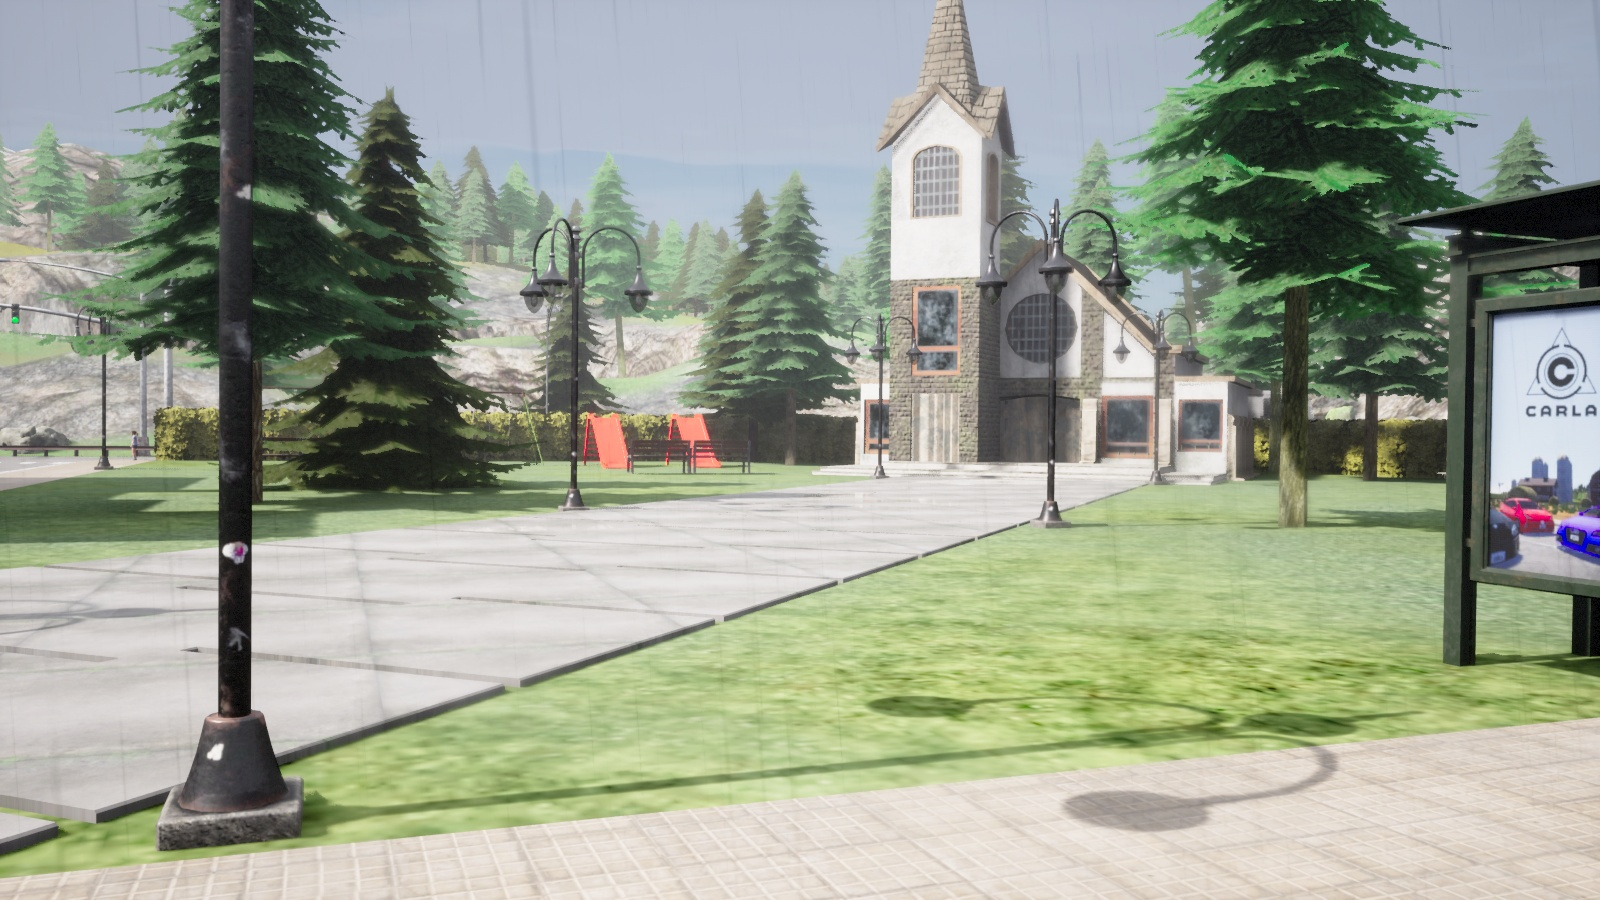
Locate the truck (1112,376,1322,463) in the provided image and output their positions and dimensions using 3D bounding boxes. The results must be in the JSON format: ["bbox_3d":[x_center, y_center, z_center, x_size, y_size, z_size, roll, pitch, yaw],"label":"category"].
[{"bbox_3d":[17.565,-1.239,53.213,7.936,3.462,2.891,0,1,37],"label":"truck"}]
